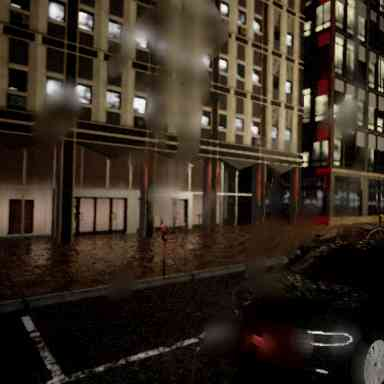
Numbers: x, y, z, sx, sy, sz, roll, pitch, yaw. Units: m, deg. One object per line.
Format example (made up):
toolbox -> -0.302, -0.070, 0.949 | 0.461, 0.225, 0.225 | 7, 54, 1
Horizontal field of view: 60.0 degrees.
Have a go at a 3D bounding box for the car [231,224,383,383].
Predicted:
car -> 2.847, 1.533, 5.404 | 5.008, 1.535, 1.882 | 1, 0, -35

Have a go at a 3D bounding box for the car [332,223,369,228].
car -> 4.962, 1.652, 10.074 | 4.403, 1.369, 2.008 | 1, 1, -35
